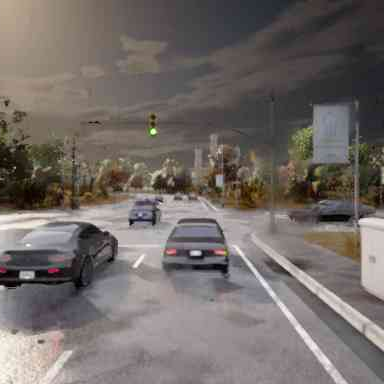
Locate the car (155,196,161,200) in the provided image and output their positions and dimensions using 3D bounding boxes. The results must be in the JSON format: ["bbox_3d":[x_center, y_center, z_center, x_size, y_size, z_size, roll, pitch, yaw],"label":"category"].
[{"bbox_3d":[-6.822,1.469,56.102,1.812,1.442,4.674,0,0,1],"label":"car"}]

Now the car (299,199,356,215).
[{"bbox_3d":[13.585,1.449,33.443,5.008,1.535,1.882,0,0,-3],"label":"car"}]

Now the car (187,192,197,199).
[{"bbox_3d":[-0.064,0.869,86.645,2.097,1.767,4.553,0,1,-4],"label":"car"}]

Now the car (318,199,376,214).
[{"bbox_3d":[13.554,1.523,29.936,5.357,1.411,2.033,0,0,-3],"label":"car"}]

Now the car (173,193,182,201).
[{"bbox_3d":[-3.218,1.311,76.368,1.895,1.301,4.718,0,1,0],"label":"car"}]

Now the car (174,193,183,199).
[{"bbox_3d":[-3.560,0.965,86.451,2.033,1.411,5.357,0,1,-8],"label":"car"}]

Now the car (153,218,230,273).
[{"bbox_3d":[0.192,1.544,10.652,2.033,1.411,5.357,0,0,2],"label":"car"}]

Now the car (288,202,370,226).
[{"bbox_3d":[9.195,1.583,22.832,4.718,1.301,1.895,0,0,-3],"label":"car"}]

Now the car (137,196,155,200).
[{"bbox_3d":[-6.909,1.508,46.409,2.033,1.411,5.357,0,0,0],"label":"car"}]

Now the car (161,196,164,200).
[{"bbox_3d":[-6.742,1.410,66.682,2.033,1.411,5.357,0,1,0],"label":"car"}]

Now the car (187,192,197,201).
[{"bbox_3d":[0.282,1.241,76.675,1.812,1.442,4.674,0,1,0],"label":"car"}]

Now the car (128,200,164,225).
[{"bbox_3d":[-3.314,1.530,23.997,2.033,1.411,5.357,0,0,0],"label":"car"}]

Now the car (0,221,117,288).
[{"bbox_3d":[-3.366,1.524,9.101,1.812,1.442,4.674,0,0,0],"label":"car"}]
